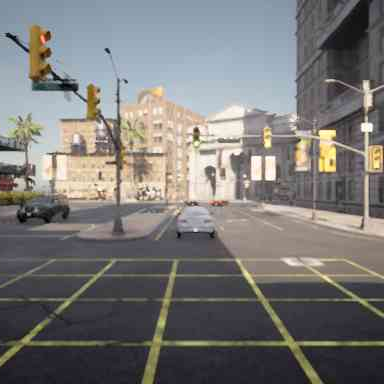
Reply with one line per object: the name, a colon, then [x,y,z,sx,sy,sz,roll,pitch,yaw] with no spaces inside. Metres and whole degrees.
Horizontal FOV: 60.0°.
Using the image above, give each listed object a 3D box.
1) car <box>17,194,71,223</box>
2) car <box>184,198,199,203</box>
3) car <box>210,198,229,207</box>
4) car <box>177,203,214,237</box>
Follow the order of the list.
car: [-11.399,1.205,26.055,2.150,2.045,5.566,0,0,1]
car: [-0.170,1.568,51.749,1.895,1.301,4.718,0,0,-8]
car: [4.415,1.567,51.756,1.895,1.301,4.718,0,0,20]
car: [0.181,1.514,17.749,1.812,1.442,4.674,0,0,0]
